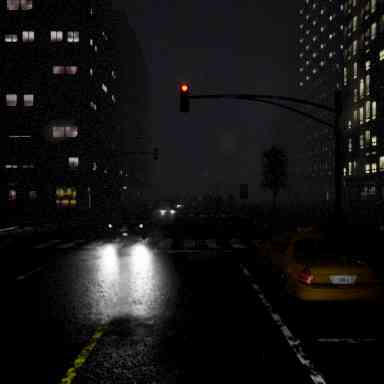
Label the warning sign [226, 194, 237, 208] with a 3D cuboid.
[{"bbox_3d":[5.151,1.135,43.738,1.300,1.860,1.060,0,0,0],"label":"warning sign"}]

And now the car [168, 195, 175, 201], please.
[{"bbox_3d":[-5.532,1.624,90.070,1.752,1.417,4.829,0,0,0],"label":"car"}]

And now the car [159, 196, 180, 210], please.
[{"bbox_3d":[-3.023,1.567,43.026,2.033,1.411,5.357,0,0,0],"label":"car"}]

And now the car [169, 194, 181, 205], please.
[{"bbox_3d":[-2.968,1.605,59.251,1.994,1.385,4.181,0,0,0],"label":"car"}]

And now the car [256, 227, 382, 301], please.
[{"bbox_3d":[2.701,1.526,8.243,1.752,1.417,4.829,0,0,0],"label":"car"}]

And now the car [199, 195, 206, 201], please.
[{"bbox_3d":[2.849,1.625,90.395,1.752,1.417,4.829,0,0,0],"label":"car"}]

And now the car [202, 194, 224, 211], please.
[{"bbox_3d":[2.758,1.332,40.486,2.192,1.841,5.009,0,0,0],"label":"car"}]

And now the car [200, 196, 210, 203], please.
[{"bbox_3d":[2.818,1.611,73.645,1.887,1.381,4.507,0,0,0],"label":"car"}]

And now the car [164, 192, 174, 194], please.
[{"bbox_3d":[-5.553,1.517,79.187,1.967,1.590,4.097,0,0,0],"label":"car"}]

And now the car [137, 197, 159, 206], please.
[{"bbox_3d":[-5.621,1.568,40.501,2.008,1.369,4.403,0,0,0],"label":"car"}]

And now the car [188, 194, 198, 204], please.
[{"bbox_3d":[0.224,1.561,67.594,1.837,1.490,4.892,0,0,0],"label":"car"}]

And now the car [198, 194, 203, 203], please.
[{"bbox_3d":[2.797,1.362,62.591,2.192,1.841,5.009,0,0,0],"label":"car"}]

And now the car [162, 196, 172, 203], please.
[{"bbox_3d":[-5.562,1.648,73.661,1.802,1.307,4.206,0,0,0],"label":"car"}]

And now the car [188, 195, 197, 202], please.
[{"bbox_3d":[0.143,1.603,79.736,2.128,1.511,4.902,0,0,0],"label":"car"}]

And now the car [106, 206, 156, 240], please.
[{"bbox_3d":[-3.079,1.652,17.587,1.895,1.301,4.718,0,0,0],"label":"car"}]

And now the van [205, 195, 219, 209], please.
[{"bbox_3d":[2.768,1.364,46.012,1.690,1.788,3.998,0,0,0],"label":"van"}]
